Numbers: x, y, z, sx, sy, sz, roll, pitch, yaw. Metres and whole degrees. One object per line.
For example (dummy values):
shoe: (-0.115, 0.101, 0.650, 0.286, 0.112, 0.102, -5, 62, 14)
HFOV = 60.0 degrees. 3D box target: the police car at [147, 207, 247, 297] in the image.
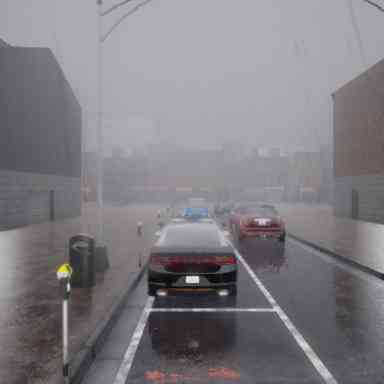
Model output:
police car: (0.012, 1.424, 8.761, 1.930, 1.638, 5.238, 0, 0, 0)

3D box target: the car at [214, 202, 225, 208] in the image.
car: (3.040, 1.609, 31.230, 1.895, 1.301, 4.718, 0, 0, 0)

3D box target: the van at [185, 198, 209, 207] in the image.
van: (0.374, 1.345, 25.499, 1.690, 1.788, 3.998, -1, 0, 0)

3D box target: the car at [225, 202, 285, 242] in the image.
car: (3.042, 1.352, 16.395, 2.097, 1.767, 4.553, 0, 0, 0)
